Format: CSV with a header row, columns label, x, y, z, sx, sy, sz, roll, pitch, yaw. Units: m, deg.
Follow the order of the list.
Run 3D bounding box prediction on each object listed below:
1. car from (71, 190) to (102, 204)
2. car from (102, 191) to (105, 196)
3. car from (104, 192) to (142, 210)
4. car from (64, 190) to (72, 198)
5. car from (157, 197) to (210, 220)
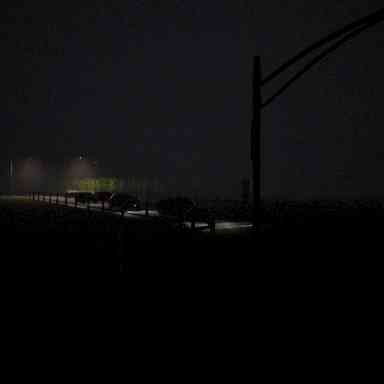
label,x,y,z,sx,sy,sz,roll,pitch,yaw
car,-13.525,0.759,42.590,1.812,1.442,4.674,0,1,-35
car,-13.160,0.642,48.503,1.882,1.535,5.008,0,1,-35
car,-6.650,0.954,32.712,1.837,1.490,4.892,0,1,-35
car,-22.405,0.375,61.745,2.128,1.511,4.902,0,1,-35
car,-0.720,1.114,24.208,1.882,1.535,5.008,0,1,-35
